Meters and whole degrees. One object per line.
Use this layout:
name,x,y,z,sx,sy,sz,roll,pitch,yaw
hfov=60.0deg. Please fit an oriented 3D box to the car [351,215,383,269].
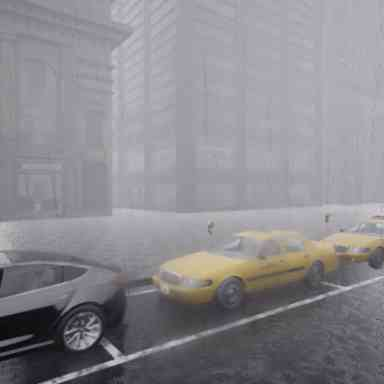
car,6.045,1.481,10.966,4.829,1.417,1.752,0,0,-36

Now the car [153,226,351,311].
car,1.454,1.504,7.690,4.829,1.417,1.752,0,0,-36

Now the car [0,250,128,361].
car,-2.999,1.566,4.512,4.313,1.339,1.947,0,0,-36
